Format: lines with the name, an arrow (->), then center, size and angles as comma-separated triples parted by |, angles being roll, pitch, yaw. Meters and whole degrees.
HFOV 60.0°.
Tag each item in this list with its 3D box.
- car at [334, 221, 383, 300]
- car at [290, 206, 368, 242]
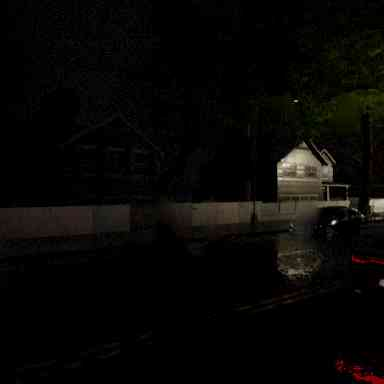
car -> 5.474, 1.477, 7.348 | 5.008, 1.535, 1.882 | 0, 0, -36
car -> 6.908, 1.504, 16.605 | 4.892, 1.490, 1.837 | 0, 0, -36
